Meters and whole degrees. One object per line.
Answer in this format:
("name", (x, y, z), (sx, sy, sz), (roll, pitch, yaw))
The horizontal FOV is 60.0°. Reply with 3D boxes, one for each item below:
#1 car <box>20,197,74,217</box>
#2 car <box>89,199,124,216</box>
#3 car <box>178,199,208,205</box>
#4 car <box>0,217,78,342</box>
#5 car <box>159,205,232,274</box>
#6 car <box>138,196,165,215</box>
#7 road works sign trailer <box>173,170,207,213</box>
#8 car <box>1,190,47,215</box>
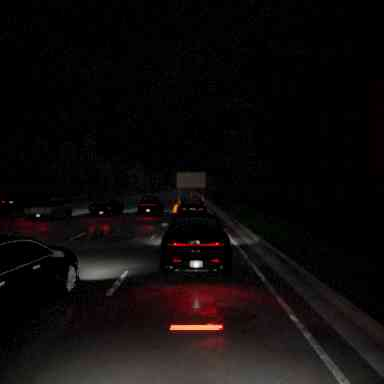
("car", (-10.452, 1.274, 24.769), (1.895, 1.301, 4.718), (0, 1, 0))
("car", (-6.963, 1.237, 27.650), (1.895, 1.301, 4.718), (0, 1, 0))
("car", (0.056, 1.199, 21.935), (2.128, 1.511, 4.902), (1, 1, 1))
("car", (-3.395, 1.434, 5.353), (1.837, 1.490, 4.892), (0, 1, 0))
("car", (0.097, 1.372, 10.107), (1.837, 1.490, 4.892), (0, 1, 0))
("car", (-3.466, 1.130, 28.577), (1.837, 1.490, 4.892), (0, 1, 0))
("road works sign trailer", (-0.071, 0.125, 25.792), (2.380, 3.560, 2.880), (0, 1, -3))
("car", (-13.973, 0.848, 28.478), (2.150, 2.045, 5.566), (0, 1, 0))
